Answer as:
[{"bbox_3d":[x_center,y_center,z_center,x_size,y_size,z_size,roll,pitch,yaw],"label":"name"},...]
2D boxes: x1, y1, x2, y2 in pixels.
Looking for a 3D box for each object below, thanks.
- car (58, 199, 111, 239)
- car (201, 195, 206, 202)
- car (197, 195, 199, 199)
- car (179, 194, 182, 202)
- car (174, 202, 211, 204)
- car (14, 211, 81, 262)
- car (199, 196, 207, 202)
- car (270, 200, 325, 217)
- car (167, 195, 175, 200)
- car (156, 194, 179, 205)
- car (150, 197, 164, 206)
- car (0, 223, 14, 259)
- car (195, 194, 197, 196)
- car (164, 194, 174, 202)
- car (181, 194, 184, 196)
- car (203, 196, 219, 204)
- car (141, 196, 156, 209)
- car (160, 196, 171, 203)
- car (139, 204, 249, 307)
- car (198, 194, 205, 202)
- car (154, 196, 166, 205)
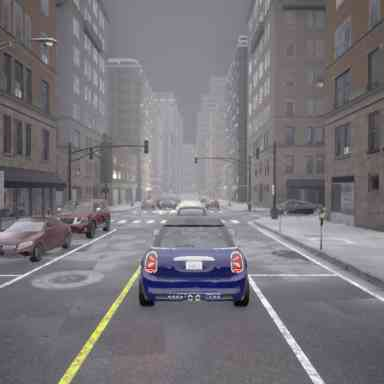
[{"bbox_3d":[-5.708,1.315,17.570,2.192,1.841,5.009,-1,0,0],"label":"car"},{"bbox_3d":[2.762,1.551,50.346,1.752,1.417,4.829,-1,0,0],"label":"car"},{"bbox_3d":[2.723,1.501,72.429,1.967,1.590,4.097,-1,0,0],"label":"car"},{"bbox_3d":[-3.183,1.523,54.303,2.128,1.511,4.902,0,0,0],"label":"car"},{"bbox_3d":[-0.014,1.505,17.331,1.837,1.490,4.892,0,0,0],"label":"car"},{"bbox_3d":[-5.695,1.581,11.987,1.802,1.307,4.206,-1,0,0],"label":"car"},{"bbox_3d":[2.705,1.635,83.556,2.008,1.369,4.403,-1,0,0],"label":"car"},{"bbox_3d":[9.566,1.445,29.968,4.902,1.511,2.128,0,1,0],"label":"car"},{"bbox_3d":[-5.841,1.547,94.655,1.967,1.590,4.097,-1,0,0],"label":"car"},{"bbox_3d":[-3.173,1.370,43.971,2.097,1.767,4.553,0,0,0],"label":"car"},{"bbox_3d":[-5.772,1.578,55.700,1.887,1.381,4.507,-1,0,0],"label":"car"},{"bbox_3d":[-5.686,1.550,6.404,2.008,1.369,4.403,-1,0,0],"label":"car"},{"bbox_3d":[2.692,1.411,89.120,2.192,1.841,5.009,-1,0,0],"label":"car"},{"bbox_3d":[-5.824,1.400,83.525,2.192,1.841,5.009,-1,0,0],"label":"car"},{"bbox_3d":[-3.145,1.597,66.136,2.033,1.411,5.357,0,0,1],"label":"car"},{"bbox_3d":[2.773,1.601,44.612,1.802,1.307,4.206,-1,0,0],"label":"car"},{"bbox_3d":[-5.752,1.601,44.570,1.802,1.307,4.206,-1,0,0],"label":"car"},{"bbox_3d":[-5.801,1.612,72.394,2.008,1.369,4.403,-1,0,0],"label":"car"},{"bbox_3d":[0.049,1.351,8.153,2.097,1.767,4.553,0,0,0],"label":"car"},{"bbox_3d":[2.734,1.595,66.865,1.887,1.381,4.507,-1,0,0],"label":"car"},{"bbox_3d":[-5.782,1.566,61.094,1.752,1.417,4.829,-1,0,0],"label":"car"}]
